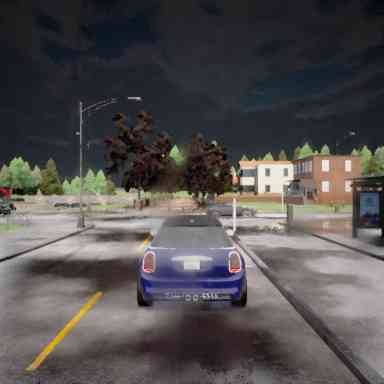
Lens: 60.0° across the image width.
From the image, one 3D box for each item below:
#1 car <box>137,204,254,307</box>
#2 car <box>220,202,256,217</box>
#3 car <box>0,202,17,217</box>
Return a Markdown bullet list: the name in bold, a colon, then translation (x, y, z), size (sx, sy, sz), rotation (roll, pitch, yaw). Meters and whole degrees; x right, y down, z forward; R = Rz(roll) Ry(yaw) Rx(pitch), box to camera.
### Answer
- **car**: translation (0.008, 1.352, 8.161), size (2.097, 1.767, 4.553), rotation (0, 0, 0)
- **car**: translation (3.319, 1.564, 28.420), size (4.181, 1.385, 1.994), rotation (0, 0, 0)
- **car**: translation (-17.976, 1.220, 28.325), size (5.566, 2.045, 2.150), rotation (0, 0, 0)
